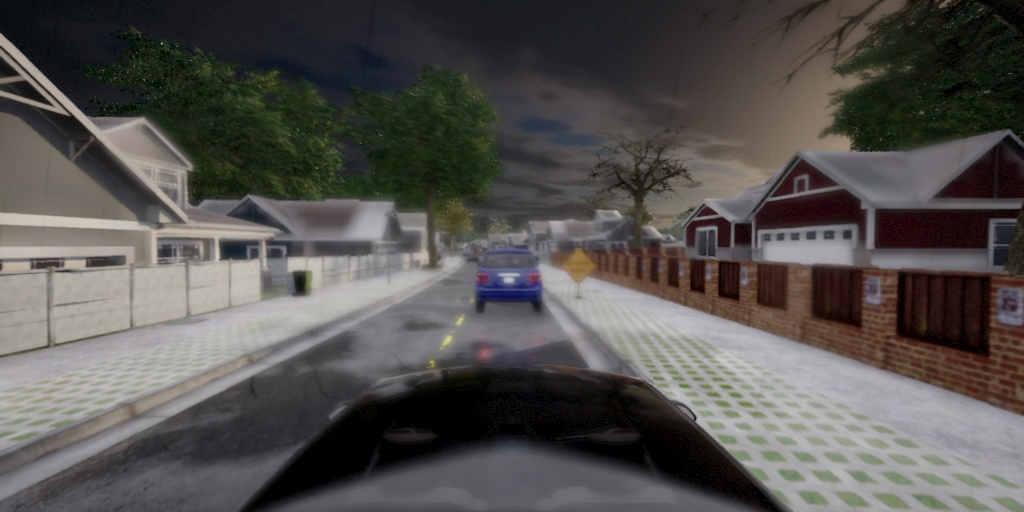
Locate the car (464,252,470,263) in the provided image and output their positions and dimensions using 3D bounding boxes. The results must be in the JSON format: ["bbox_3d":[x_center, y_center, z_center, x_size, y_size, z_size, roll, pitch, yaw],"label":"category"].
[{"bbox_3d":[-5.765,0.410,53.143,1.895,1.301,4.718,0,1,-6],"label":"car"}]

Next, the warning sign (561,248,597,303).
[{"bbox_3d":[2.369,0.652,12.824,1.300,1.860,1.060,0,0,-1],"label":"warning sign"}]

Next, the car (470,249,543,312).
[{"bbox_3d":[-0.131,0.753,13.221,2.150,2.045,5.566,0,1,-1],"label":"car"}]
